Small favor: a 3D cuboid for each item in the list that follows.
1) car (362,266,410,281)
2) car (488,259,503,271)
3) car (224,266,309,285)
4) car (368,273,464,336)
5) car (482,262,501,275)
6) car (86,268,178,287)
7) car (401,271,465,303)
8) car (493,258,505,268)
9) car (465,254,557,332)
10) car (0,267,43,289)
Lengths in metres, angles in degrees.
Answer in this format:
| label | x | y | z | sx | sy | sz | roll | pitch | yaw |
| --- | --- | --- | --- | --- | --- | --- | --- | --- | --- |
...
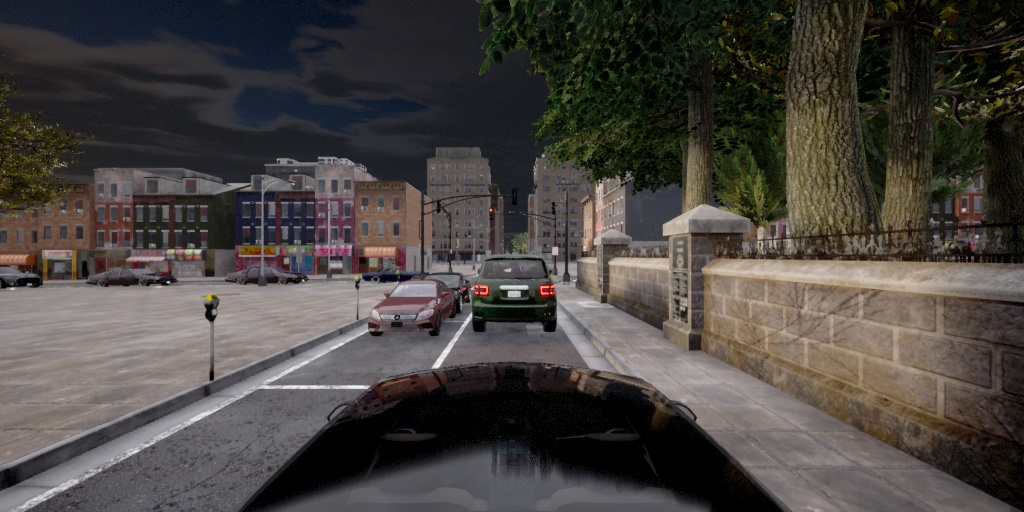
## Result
| label | x | y | z | sx | sy | sz | roll | pitch | yaw |
| --- | --- | --- | --- | --- | --- | --- | --- | --- | --- |
| car | -8.539 | 1.425 | 26.881 | 4.718 | 1.301 | 1.895 | -1 | 0 | 0 |
| car | -2.258 | 1.216 | 51.157 | 1.882 | 1.535 | 5.008 | 0 | 0 | 0 |
| car | -18.300 | 1.482 | 26.855 | 5.357 | 1.411 | 2.033 | -1 | 0 | 0 |
| car | -2.632 | 1.331 | 10.295 | 1.802 | 1.307 | 4.207 | 0 | 0 | 0 |
| car | -2.252 | 1.342 | 40.744 | 1.895 | 1.301 | 4.718 | 0 | 0 | 0 |
| car | -28.374 | 1.623 | 26.828 | 5.357 | 1.411 | 2.033 | -1 | 0 | 0 |
| car | -2.629 | 1.315 | 13.958 | 1.948 | 1.339 | 4.313 | 0 | 0 | 0 |
| car | -2.240 | 1.213 | 61.599 | 1.882 | 1.535 | 5.008 | 0 | 0 | 0 |
| car | 0.082 | 0.971 | 10.973 | 2.150 | 2.045 | 5.566 | 0 | 0 | 1 |
| car | -38.333 | 1.597 | 26.821 | 4.553 | 1.767 | 2.097 | -1 | 0 | 0 |
